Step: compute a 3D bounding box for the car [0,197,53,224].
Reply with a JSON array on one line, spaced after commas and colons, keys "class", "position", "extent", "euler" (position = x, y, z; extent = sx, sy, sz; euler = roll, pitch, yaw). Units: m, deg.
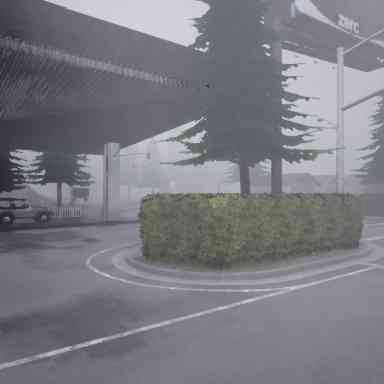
[{"class": "car", "position": [-12.015, 1.313, 23.453], "extent": [3.866, 1.878, 1.905], "euler": [0, 0, -36]}]
